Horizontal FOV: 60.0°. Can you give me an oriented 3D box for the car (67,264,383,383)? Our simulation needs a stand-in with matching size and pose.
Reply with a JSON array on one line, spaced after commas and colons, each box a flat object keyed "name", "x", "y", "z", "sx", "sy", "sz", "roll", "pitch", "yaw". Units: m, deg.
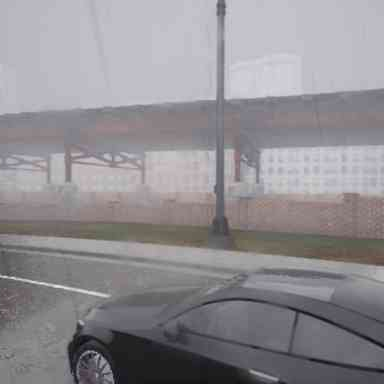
[{"name": "car", "x": 0.778, "y": 1.489, "z": 3.262, "sx": 4.674, "sy": 1.442, "sz": 1.812, "roll": 0, "pitch": 0, "yaw": 34}]
